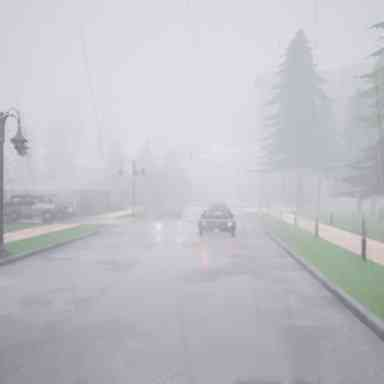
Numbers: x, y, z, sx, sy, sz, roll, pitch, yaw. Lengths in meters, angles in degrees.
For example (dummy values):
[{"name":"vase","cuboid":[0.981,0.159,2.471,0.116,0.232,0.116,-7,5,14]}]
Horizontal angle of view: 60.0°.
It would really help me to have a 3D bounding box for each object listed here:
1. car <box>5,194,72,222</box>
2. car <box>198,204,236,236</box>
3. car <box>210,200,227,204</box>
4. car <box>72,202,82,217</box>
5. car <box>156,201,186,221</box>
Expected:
[{"name":"car","cuboid":[-10.805,1.111,23.058,3.866,1.878,1.905,0,0,5]},{"name":"car","cuboid":[1.380,1.577,18.216,1.895,1.301,4.718,0,0,5]},{"name":"car","cuboid":[2.306,1.467,29.309,1.837,1.490,4.892,0,0,5]},{"name":"car","cuboid":[-10.989,1.105,25.596,4.605,1.855,1.932,0,0,5]},{"name":"car","cuboid":[-1.586,1.481,26.639,1.812,1.442,4.674,0,0,5]}]
